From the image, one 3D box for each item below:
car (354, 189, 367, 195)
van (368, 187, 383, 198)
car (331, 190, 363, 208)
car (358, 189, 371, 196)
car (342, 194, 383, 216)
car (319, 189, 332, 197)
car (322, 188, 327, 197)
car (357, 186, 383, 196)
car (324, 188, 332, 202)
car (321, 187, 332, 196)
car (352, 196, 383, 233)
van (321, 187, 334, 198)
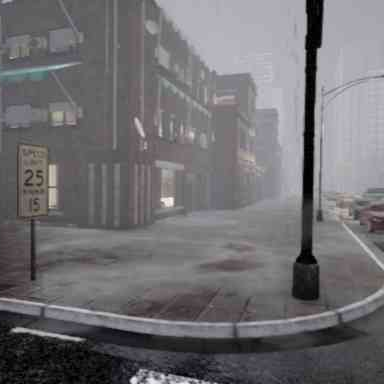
[{"bbox_3d":[38.677,-0.059,76.389,1.947,1.339,4.313,1,2,19],"label":"car"},{"bbox_3d":[33.359,0.063,60.688,1.690,1.788,3.998,1,2,19],"label":"van"},{"bbox_3d":[14.723,0.768,31.829,1.752,1.417,4.829,2,2,19],"label":"car"},{"bbox_3d":[36.903,0.073,71.157,1.802,1.307,4.206,1,2,19],"label":"car"},{"bbox_3d":[11.228,1.049,21.528,1.947,1.339,4.313,2,2,19],"label":"car"},{"bbox_3d":[25.420,0.076,63.380,2.008,1.369,4.403,1,2,19],"label":"car"},{"bbox_3d":[20.098,0.460,47.685,1.802,1.307,4.206,1,2,19],"label":"car"},{"bbox_3d":[17.470,0.514,31.535,2.150,2.045,5.566,1,2,19],"label":"car"},{"bbox_3d":[18.324,0.579,42.455,1.802,1.307,4.206,1,2,19],"label":"car"},{"bbox_3d":[21.818,0.289,52.754,1.752,1.417,4.829,1,2,19],"label":"car"},{"bbox_3d":[9.373,1.149,16.328,1.887,1.381,4.507,2,2,19],"label":"car"},{"bbox_3d":[23.650,-0.017,58.142,1.690,1.788,3.998,1,2,19],"label":"van"}]
